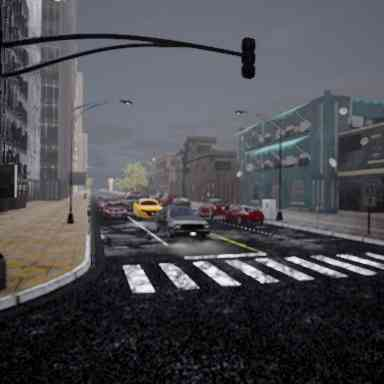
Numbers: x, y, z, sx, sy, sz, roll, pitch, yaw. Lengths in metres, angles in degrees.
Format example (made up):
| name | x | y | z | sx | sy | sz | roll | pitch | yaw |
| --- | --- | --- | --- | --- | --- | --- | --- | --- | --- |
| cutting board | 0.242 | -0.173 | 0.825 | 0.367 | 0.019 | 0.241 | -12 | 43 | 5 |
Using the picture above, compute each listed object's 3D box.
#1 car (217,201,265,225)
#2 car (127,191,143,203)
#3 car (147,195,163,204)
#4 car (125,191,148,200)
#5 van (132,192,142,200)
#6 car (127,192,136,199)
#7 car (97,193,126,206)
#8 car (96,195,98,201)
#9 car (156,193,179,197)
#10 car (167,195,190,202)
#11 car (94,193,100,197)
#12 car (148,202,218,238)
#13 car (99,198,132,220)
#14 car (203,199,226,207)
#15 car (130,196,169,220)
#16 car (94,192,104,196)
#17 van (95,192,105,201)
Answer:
| name | x | y | z | sx | sy | sz | roll | pitch | yaw |
| --- | --- | --- | --- | --- | --- | --- | --- | --- | --- |
| car | 3.564 | 1.522 | 23.241 | 1.802 | 1.307 | 4.206 | 1 | 0 | -17 |
| car | -10.417 | 0.855 | 60.239 | 2.150 | 2.045 | 5.566 | 1 | 0 | -17 |
| car | -6.178 | 1.232 | 55.242 | 1.752 | 1.417 | 4.829 | 1 | 0 | -17 |
| car | -6.420 | 1.129 | 36.173 | 2.097 | 1.767 | 4.553 | 1 | 0 | -17 |
| van | -12.587 | 0.872 | 76.302 | 1.690 | 1.788 | 3.998 | 1 | 0 | -17 |
| car | -15.820 | 0.879 | 86.913 | 1.967 | 1.590 | 4.097 | 1 | 0 | -17 |
| car | -7.680 | 1.218 | 31.412 | 1.967 | 1.590 | 4.097 | 1 | 0 | -17 |
| car | -10.915 | 1.283 | 42.023 | 1.802 | 1.307 | 4.206 | 1 | 0 | -17 |
| car | -2.892 | 1.105 | 44.465 | 2.192 | 1.841 | 5.009 | 1 | 0 | -17 |
| car | -1.282 | 1.380 | 39.160 | 2.008 | 1.369 | 4.403 | 1 | 0 | -17 |
| car | -12.531 | 1.242 | 47.331 | 1.802 | 1.307 | 4.206 | 1 | 0 | -17 |
| car | -0.712 | 1.454 | 17.380 | 2.033 | 1.411 | 5.357 | 1 | 0 | -17 |
| car | -6.068 | 1.397 | 26.107 | 1.802 | 1.307 | 4.206 | 1 | 0 | -17 |
| car | 1.951 | 1.344 | 28.549 | 1.967 | 1.590 | 4.097 | 1 | 0 | -17 |
| car | -3.555 | 1.321 | 26.748 | 1.882 | 1.535 | 5.008 | 1 | 0 | -17 |
| car | -14.145 | 1.163 | 52.636 | 1.887 | 1.381 | 4.507 | 1 | 0 | -17 |
| van | -18.987 | 0.828 | 68.554 | 1.690 | 1.788 | 3.998 | 1 | 0 | -17 |
